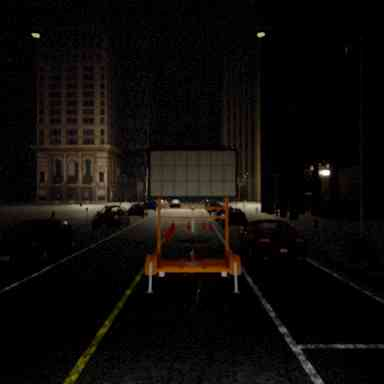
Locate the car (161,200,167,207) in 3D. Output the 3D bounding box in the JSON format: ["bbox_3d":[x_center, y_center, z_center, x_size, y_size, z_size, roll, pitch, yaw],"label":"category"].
[{"bbox_3d":[-5.601,2.183,63.147,2.008,1.369,4.403,0,-1,0],"label":"car"}]

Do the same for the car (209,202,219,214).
[{"bbox_3d":[2.840,1.863,29.283,1.947,1.339,4.313,0,-1,0],"label":"car"}]

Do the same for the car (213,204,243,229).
[{"bbox_3d":[2.825,1.791,23.643,2.008,1.369,4.403,0,-1,0],"label":"car"}]

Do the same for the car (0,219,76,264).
[{"bbox_3d":[-5.728,1.703,12.381,1.947,1.339,4.313,0,-1,0],"label":"car"}]

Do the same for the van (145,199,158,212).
[{"bbox_3d":[-5.644,1.814,46.227,1.690,1.788,3.998,0,-1,0],"label":"van"}]

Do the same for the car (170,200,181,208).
[{"bbox_3d":[-2.847,2.137,58.949,2.033,1.411,5.357,0,-1,0],"label":"car"}]

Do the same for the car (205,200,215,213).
[{"bbox_3d":[2.868,1.934,40.735,1.752,1.417,4.829,0,-1,0],"label":"car"}]

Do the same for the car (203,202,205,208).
[{"bbox_3d":[2.882,2.012,46.205,2.008,1.369,4.403,0,-1,0],"label":"car"}]

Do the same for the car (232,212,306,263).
[{"bbox_3d":[2.797,1.670,12.363,1.887,1.381,4.507,0,-1,0],"label":"car"}]

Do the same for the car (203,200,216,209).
[{"bbox_3d":[2.911,2.118,57.487,2.008,1.369,4.403,0,-1,0],"label":"car"}]

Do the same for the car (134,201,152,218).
[{"bbox_3d":[-5.671,1.930,34.944,1.947,1.339,4.313,0,-1,0],"label":"car"}]

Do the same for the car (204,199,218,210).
[{"bbox_3d":[2.896,1.955,51.847,1.967,1.590,4.097,0,-1,0],"label":"car"}]

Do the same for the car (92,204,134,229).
[{"bbox_3d":[-5.700,1.692,23.663,1.967,1.590,4.097,0,-1,0],"label":"car"}]

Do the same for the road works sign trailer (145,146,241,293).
[{"bbox_3d":[0.027,0.560,9.116,2.380,3.560,2.880,0,-1,0],"label":"road works sign trailer"}]
